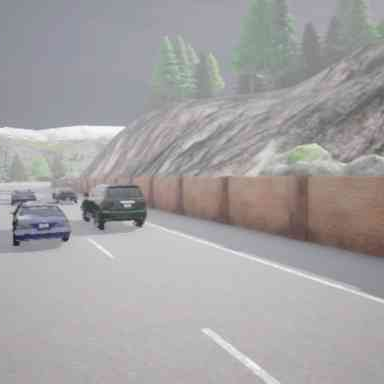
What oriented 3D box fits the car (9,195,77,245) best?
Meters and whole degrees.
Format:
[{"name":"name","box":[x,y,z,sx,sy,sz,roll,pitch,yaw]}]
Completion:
[{"name":"car","box":[-5.992,1.057,12.987,2.033,1.411,5.357,-1,2,-28]}]

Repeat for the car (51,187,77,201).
[{"name":"car","box":[-12.409,0.305,32.301,1.837,1.490,4.892,-1,2,-28]}]

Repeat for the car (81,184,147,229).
[{"name":"car","box":[-4.068,0.600,16.787,2.150,2.045,5.566,-1,2,-28]}]

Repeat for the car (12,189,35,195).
[{"name":"car","box":[-15.816,0.392,31.247,1.994,1.385,4.181,-1,2,-28]}]
